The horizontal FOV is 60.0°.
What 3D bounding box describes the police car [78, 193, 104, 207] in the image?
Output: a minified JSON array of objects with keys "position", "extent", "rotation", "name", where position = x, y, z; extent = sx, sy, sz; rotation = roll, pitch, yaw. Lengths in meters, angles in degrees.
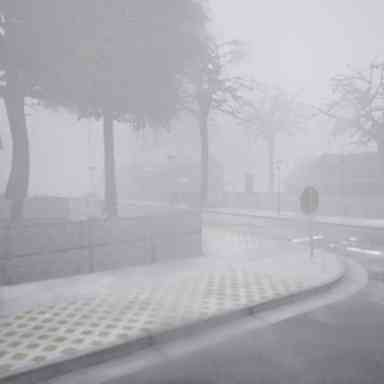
[{"position":[-12.042,0.912,39.418],"extent":[2.038,1.542,4.974],"rotation":[-2,1,-35],"name":"police car"}]
